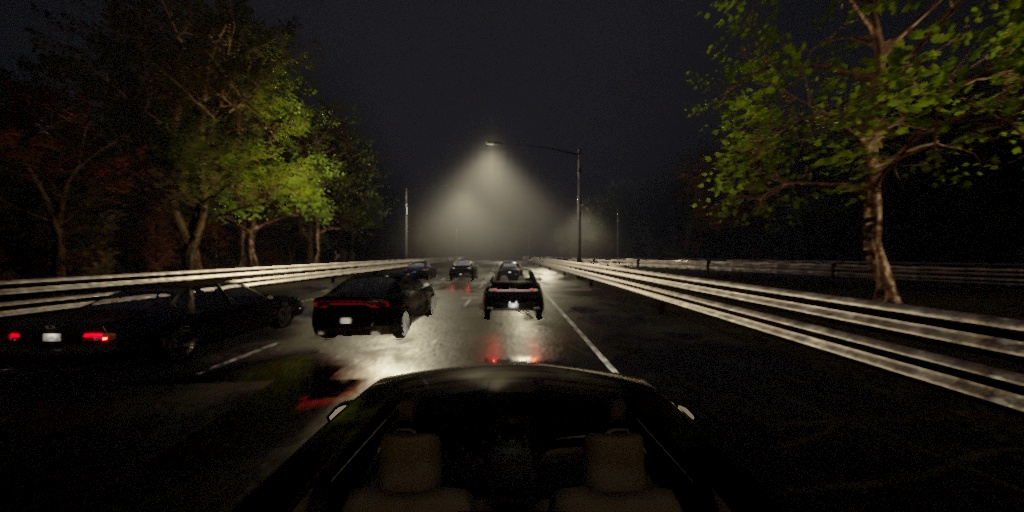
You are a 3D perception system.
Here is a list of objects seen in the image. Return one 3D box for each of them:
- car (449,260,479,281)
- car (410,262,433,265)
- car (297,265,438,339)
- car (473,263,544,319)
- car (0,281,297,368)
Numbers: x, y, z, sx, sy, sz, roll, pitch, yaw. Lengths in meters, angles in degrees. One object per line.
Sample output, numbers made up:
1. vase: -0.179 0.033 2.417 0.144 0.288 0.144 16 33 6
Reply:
1. car: -3.669 1.072 27.804 2.128 1.511 4.902 0 0 -1
2. car: -7.182 1.142 28.361 1.994 1.385 4.181 0 0 -1
3. car: -3.462 1.171 9.922 1.882 1.535 5.008 0 1 0
4. car: 0.029 1.166 12.529 2.128 1.511 4.902 0 0 0
5. car: -6.957 1.256 7.931 2.033 1.411 5.357 0 0 0
